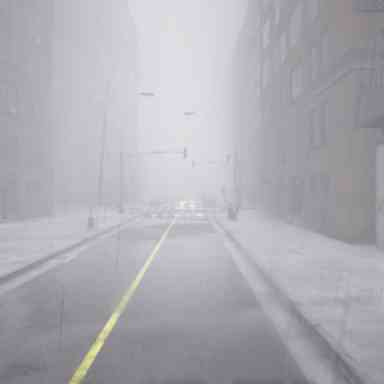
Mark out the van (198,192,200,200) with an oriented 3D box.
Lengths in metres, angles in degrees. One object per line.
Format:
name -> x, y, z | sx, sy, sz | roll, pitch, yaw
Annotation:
van -> 2.626, 1.154, 67.569 | 1.690, 1.788, 3.998 | 0, 0, 0

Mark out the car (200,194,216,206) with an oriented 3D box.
car -> 2.629, 1.416, 50.523 | 2.008, 1.369, 4.403 | 0, 0, 0

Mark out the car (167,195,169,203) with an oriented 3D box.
car -> -5.397, 1.430, 56.204 | 1.802, 1.307, 4.206 | 0, 0, 0

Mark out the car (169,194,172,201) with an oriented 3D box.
car -> -5.398, 1.396, 61.886 | 1.947, 1.339, 4.313 | 0, 0, 0

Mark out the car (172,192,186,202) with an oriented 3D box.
car -> -2.762, 1.327, 70.869 | 1.812, 1.442, 4.674 | 0, 0, 0

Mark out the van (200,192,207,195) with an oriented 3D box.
van -> 2.628, 1.189, 56.204 | 1.690, 1.788, 3.998 | 0, 0, 0

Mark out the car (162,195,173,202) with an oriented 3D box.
car -> -5.400, 1.346, 73.251 | 2.008, 1.369, 4.403 | 0, 0, 0

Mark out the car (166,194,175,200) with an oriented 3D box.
car -> -5.402, 1.325, 84.615 | 1.947, 1.339, 4.313 | 0, 0, 0

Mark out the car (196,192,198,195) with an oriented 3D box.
car -> 2.622, 1.266, 90.469 | 1.752, 1.417, 4.829 | 0, 0, 0

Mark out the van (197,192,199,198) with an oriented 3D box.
van -> 2.625, 1.136, 73.252 | 1.690, 1.788, 3.998 | 0, 0, 0

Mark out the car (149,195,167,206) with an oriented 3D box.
car -> -5.396, 1.430, 50.522 | 1.947, 1.339, 4.313 | 0, 0, 0
